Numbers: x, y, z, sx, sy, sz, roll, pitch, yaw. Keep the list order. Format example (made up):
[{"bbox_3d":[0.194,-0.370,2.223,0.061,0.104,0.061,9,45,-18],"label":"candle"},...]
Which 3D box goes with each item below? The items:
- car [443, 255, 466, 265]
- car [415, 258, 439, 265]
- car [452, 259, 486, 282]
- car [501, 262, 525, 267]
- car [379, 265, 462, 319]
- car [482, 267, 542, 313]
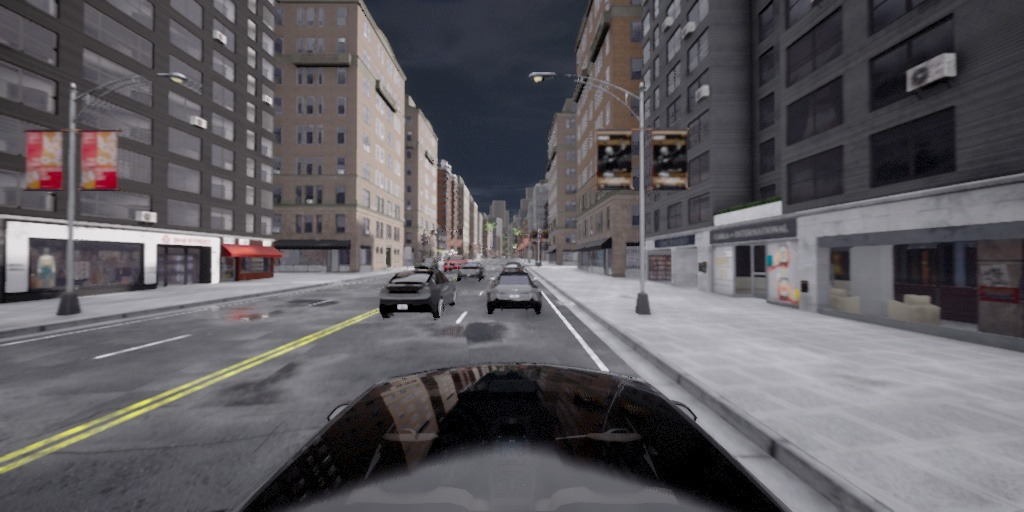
[{"bbox_3d":[-6.594,0.905,42.210,2.150,2.045,5.566,0,0,0],"label":"car"},{"bbox_3d":[-9.842,1.034,41.667,2.097,1.767,4.553,0,0,0],"label":"car"},{"bbox_3d":[-3.168,1.202,28.720,2.128,1.511,4.902,0,0,0],"label":"car"},{"bbox_3d":[0.085,1.234,29.814,1.812,1.442,4.674,0,0,0],"label":"car"},{"bbox_3d":[-3.169,1.243,12.827,1.837,1.490,4.892,0,0,0],"label":"car"},{"bbox_3d":[0.085,1.301,14.015,1.994,1.385,4.181,0,0,0],"label":"car"}]
